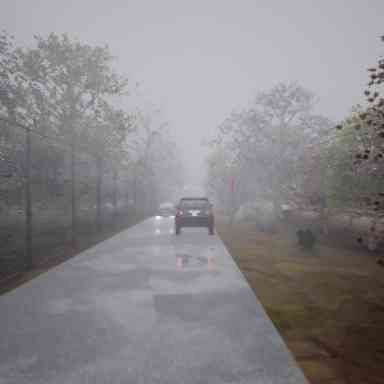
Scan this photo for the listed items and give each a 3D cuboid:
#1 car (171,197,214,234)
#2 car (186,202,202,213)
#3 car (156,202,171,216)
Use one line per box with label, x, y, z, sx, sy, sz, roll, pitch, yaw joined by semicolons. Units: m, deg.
car;0.143;1.302;20.078;2.150;2.045;5.566;-1;-1;0
car;0.232;1.991;42.773;1.895;1.301;4.718;0;-1;0
car;-2.751;1.820;36.245;1.812;1.442;4.674;0;-1;0
